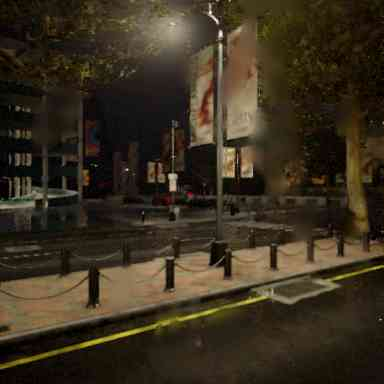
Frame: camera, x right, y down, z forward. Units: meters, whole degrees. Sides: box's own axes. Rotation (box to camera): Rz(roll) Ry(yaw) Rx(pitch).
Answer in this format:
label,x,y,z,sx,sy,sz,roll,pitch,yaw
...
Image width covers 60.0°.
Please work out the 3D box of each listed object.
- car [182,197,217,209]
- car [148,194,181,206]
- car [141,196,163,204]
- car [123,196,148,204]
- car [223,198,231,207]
label,x,y,z,sx,sy,sz,roll,pitch,yaw
car,1.236,1.613,48.306,2.033,1.411,5.357,0,0,-35
car,-4.713,1.286,56.579,2.150,2.045,5.566,0,0,-37
car,-8.055,1.596,66.176,1.812,1.442,4.674,0,0,-44
car,-11.412,1.539,64.388,5.008,1.535,1.882,0,0,42
car,3.982,1.565,50.464,2.128,1.511,4.902,0,0,-36
